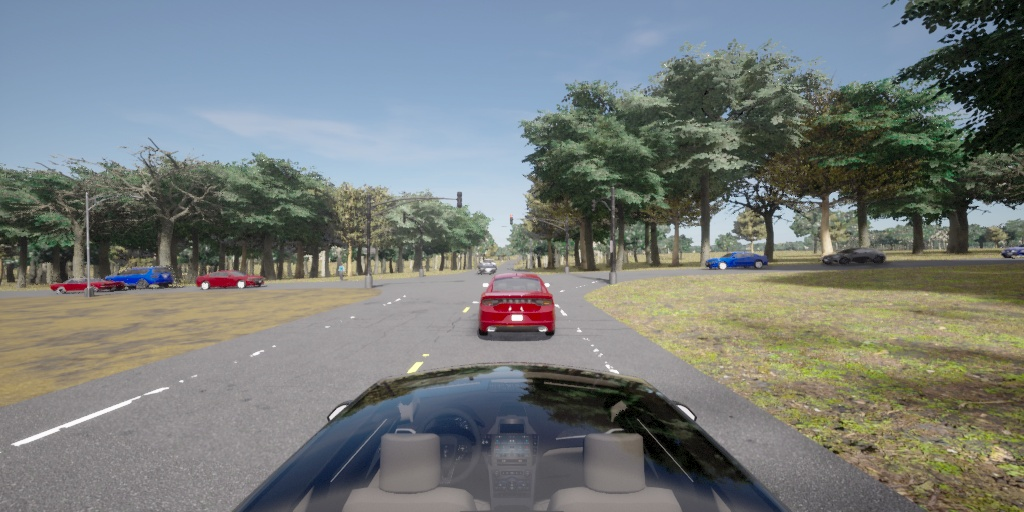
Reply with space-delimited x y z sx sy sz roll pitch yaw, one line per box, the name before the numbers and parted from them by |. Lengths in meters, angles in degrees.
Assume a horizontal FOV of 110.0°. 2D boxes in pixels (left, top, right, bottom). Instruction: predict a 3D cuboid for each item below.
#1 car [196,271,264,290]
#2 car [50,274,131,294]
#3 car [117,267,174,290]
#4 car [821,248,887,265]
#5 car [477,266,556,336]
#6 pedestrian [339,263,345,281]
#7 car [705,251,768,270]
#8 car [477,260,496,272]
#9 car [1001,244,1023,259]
car | -23.690 1.974 30.255 5.008 1.535 1.882 -2 -1 2
car | -36.322 2.524 30.823 4.718 1.301 1.895 -2 -1 3
car | -35.922 2.169 34.514 5.566 2.045 2.150 -2 -1 3
car | 30.139 0.040 31.661 4.674 1.442 1.812 -2 -1 2
car | 0.127 1.229 10.484 1.882 1.535 5.008 0 0 0
pedestrian | -17.914 1.666 37.603 0.375 1.860 0.375 0 1 3
car | 20.001 0.391 32.089 5.008 1.535 1.882 -2 -1 2
car | -3.118 1.488 43.033 2.128 1.511 4.902 0 -1 -11
car | 45.523 -0.542 30.987 4.674 1.442 1.812 -2 -1 3
